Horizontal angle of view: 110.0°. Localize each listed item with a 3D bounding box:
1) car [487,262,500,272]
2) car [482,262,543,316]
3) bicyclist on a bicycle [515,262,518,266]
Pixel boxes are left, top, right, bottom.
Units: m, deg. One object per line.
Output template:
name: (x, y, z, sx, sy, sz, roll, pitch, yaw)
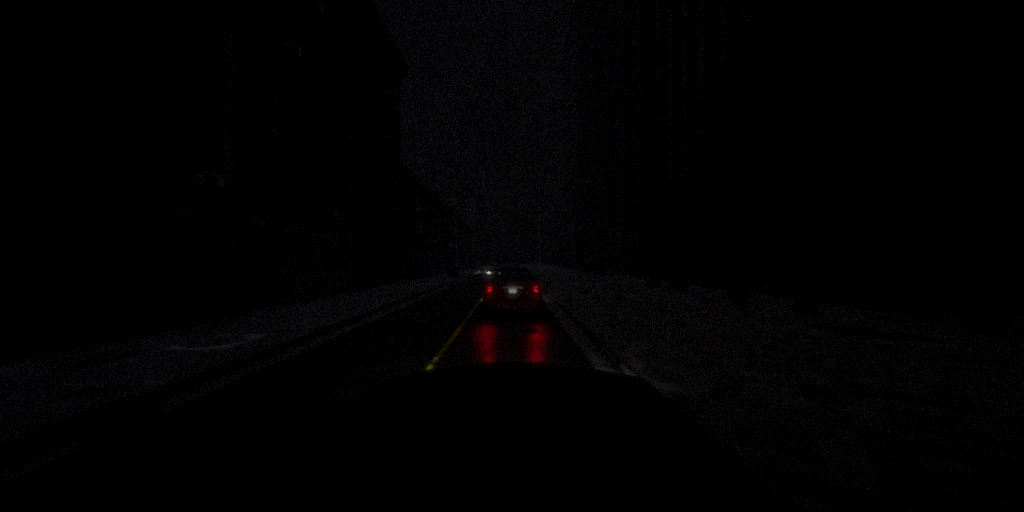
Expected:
car: (-3.051, 1.824, 60.580, 1.882, 1.535, 5.008, 0, -1, 1)
car: (0.042, 1.216, 14.156, 2.097, 1.767, 4.553, 0, -1, 0)
bicyclist on a bicycle: (0.812, 1.843, 65.128, 0.866, 1.612, 1.509, 0, -1, 0)
